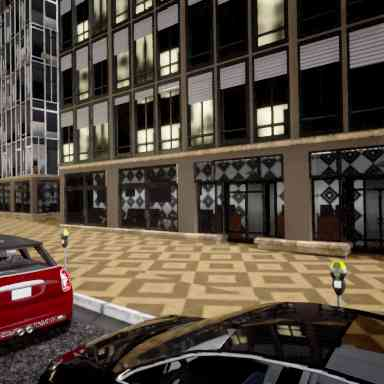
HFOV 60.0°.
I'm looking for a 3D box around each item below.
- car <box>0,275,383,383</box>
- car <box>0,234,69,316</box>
[{"bbox_3d":[0.652,1.566,2.447,4.313,1.339,1.947,0,-1,36],"label":"car"},{"bbox_3d":[-3.924,1.441,5.826,4.097,1.590,1.967,0,-1,37],"label":"car"}]
